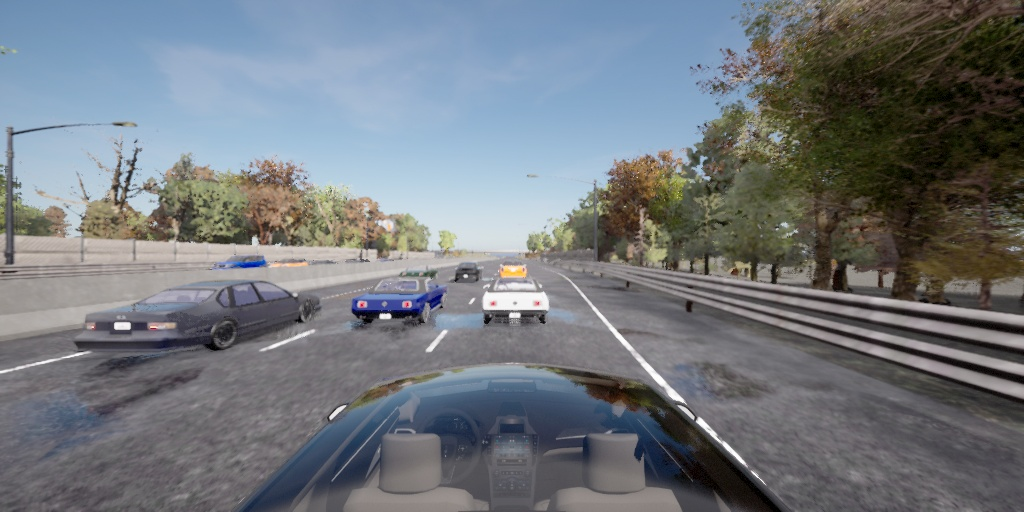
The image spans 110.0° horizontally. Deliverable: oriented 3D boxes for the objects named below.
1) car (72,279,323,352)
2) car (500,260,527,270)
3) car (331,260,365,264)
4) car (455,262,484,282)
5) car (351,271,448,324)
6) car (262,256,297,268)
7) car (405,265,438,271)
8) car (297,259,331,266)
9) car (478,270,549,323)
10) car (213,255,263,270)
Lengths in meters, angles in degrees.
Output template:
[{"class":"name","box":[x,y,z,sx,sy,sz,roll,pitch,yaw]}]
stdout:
[{"class":"car","box":[-6.916,1.287,8.880,2.033,1.411,5.357,0,0,0]},{"class":"car","box":[0.085,1.072,28.610,2.097,1.767,4.553,0,0,0]},{"class":"car","box":[-17.597,1.217,39.634,1.837,1.490,4.892,0,0,0]},{"class":"car","box":[-3.413,1.224,28.871,1.837,1.490,4.892,0,0,0]},{"class":"car","box":[-3.410,1.337,11.902,1.895,1.301,4.718,0,0,0]},{"class":"car","box":[-24.594,1.062,39.503,2.097,1.767,4.553,0,0,0]},{"class":"car","box":[-6.913,1.321,27.316,1.895,1.301,4.718,0,0,0]},{"class":"car","box":[-21.096,1.217,39.580,1.837,1.490,4.892,0,0,0]},{"class":"car","box":[0.090,1.337,12.090,1.895,1.301,4.718,0,0,0]},{"class":"car","box":[-28.014,0.931,37.253,2.150,2.045,5.566,0,0,-1]}]
